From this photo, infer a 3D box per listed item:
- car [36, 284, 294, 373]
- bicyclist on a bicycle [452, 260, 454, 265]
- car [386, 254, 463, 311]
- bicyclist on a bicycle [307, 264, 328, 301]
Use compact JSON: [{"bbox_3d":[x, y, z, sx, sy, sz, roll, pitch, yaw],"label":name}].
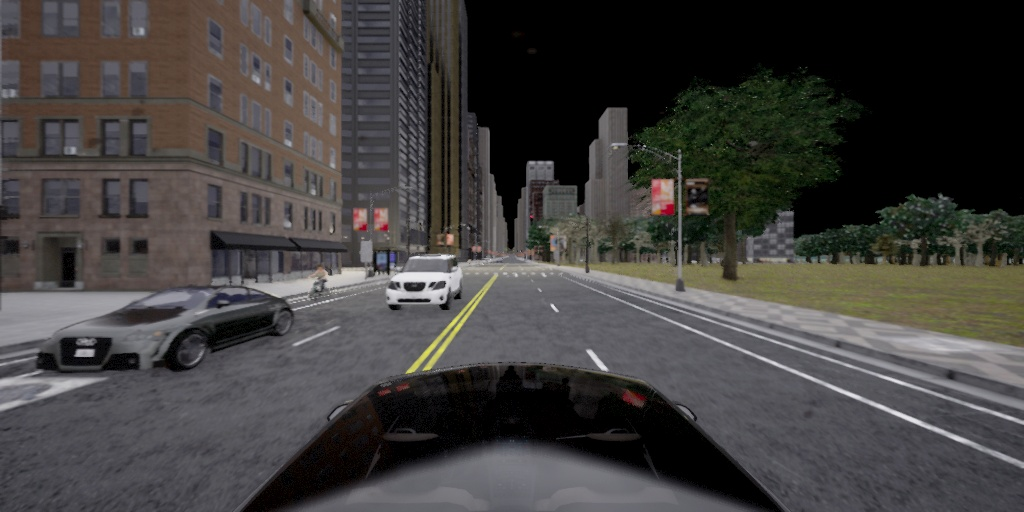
[{"bbox_3d":[-6.601,1.312,7.535,1.994,1.385,4.181,0,0,0],"label":"car"},{"bbox_3d":[-8.754,1.137,53.140,0.659,1.776,1.843,0,0,0],"label":"bicyclist on a bicycle"},{"bbox_3d":[-3.359,0.960,14.879,2.150,2.045,5.566,0,1,-1],"label":"car"},{"bbox_3d":[-8.752,1.184,16.276,0.866,1.612,1.509,0,0,0],"label":"bicyclist on a bicycle"}]
